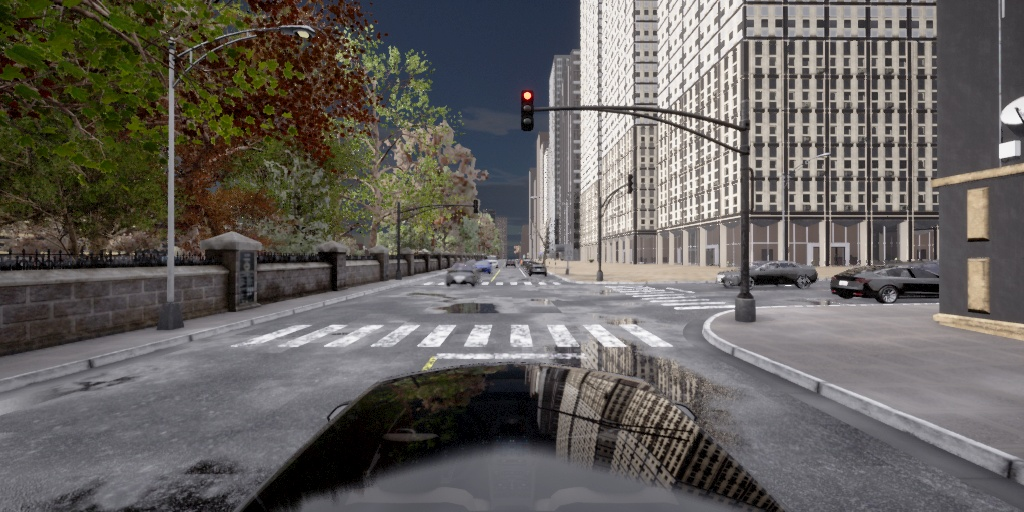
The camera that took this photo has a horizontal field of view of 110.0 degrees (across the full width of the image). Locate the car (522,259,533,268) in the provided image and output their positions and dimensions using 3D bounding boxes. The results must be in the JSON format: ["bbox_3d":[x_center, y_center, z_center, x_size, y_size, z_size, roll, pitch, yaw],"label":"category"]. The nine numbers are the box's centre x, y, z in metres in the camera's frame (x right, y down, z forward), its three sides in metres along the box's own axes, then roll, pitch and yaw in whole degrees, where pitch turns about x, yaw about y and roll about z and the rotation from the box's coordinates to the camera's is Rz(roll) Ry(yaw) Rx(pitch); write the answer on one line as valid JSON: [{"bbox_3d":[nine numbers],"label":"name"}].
[{"bbox_3d":[2.483,1.335,41.741,1.948,1.339,4.313,0,0,0],"label":"car"}]

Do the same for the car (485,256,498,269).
[{"bbox_3d":[-3.364,1.002,56.956,2.150,2.045,5.566,0,0,1],"label":"car"}]

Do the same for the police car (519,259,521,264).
[{"bbox_3d":[2.809,1.218,64.533,1.930,1.638,5.238,0,0,0],"label":"police car"}]

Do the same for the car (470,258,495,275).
[{"bbox_3d":[-3.300,1.245,40.393,1.882,1.535,5.008,0,0,0],"label":"car"}]

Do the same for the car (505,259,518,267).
[{"bbox_3d":[-0.228,1.299,65.141,1.837,1.490,4.892,0,0,0],"label":"car"}]

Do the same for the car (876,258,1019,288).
[{"bbox_3d":[23.470,0.882,19.479,5.357,1.411,2.033,-1,0,-1],"label":"car"}]

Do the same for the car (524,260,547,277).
[{"bbox_3d":[2.513,1.331,36.109,1.948,1.339,4.313,0,0,0],"label":"car"}]

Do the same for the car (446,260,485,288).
[{"bbox_3d":[-3.215,1.249,24.121,2.128,1.511,4.902,0,0,0],"label":"car"}]

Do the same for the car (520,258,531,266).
[{"bbox_3d":[2.454,1.339,47.374,1.948,1.339,4.313,0,0,0],"label":"car"}]

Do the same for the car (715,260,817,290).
[{"bbox_3d":[13.651,0.993,19.384,4.902,1.511,2.128,-1,0,0],"label":"car"}]

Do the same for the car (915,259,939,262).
[{"bbox_3d":[18.648,0.950,16.189,5.357,1.411,2.033,-1,0,-1],"label":"car"}]

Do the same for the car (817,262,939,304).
[{"bbox_3d":[14.627,1.026,13.590,4.313,1.339,1.948,0,0,-1],"label":"car"}]
